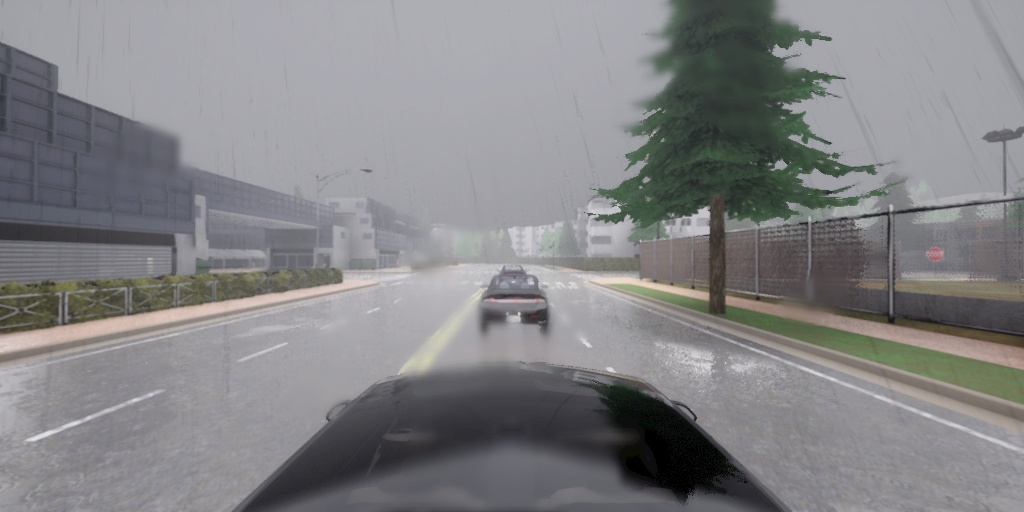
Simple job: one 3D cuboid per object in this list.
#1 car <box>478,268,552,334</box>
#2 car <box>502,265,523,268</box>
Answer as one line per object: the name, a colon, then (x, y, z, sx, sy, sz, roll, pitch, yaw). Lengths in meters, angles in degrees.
car: (0.081, 1.290, 10.776, 2.128, 1.511, 4.902, 0, 0, 0)
car: (0.002, 1.367, 24.636, 2.128, 1.511, 4.902, 0, 0, -2)
